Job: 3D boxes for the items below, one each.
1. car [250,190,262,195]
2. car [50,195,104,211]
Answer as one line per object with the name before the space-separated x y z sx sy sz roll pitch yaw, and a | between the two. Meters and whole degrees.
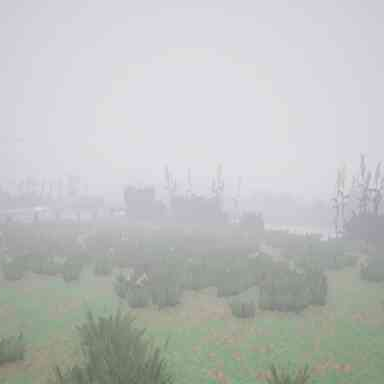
car | 10.346 0.765 47.434 2.150 2.045 5.566 0 -2 44
car | -10.355 1.107 30.306 1.837 1.490 4.892 0 3 41
